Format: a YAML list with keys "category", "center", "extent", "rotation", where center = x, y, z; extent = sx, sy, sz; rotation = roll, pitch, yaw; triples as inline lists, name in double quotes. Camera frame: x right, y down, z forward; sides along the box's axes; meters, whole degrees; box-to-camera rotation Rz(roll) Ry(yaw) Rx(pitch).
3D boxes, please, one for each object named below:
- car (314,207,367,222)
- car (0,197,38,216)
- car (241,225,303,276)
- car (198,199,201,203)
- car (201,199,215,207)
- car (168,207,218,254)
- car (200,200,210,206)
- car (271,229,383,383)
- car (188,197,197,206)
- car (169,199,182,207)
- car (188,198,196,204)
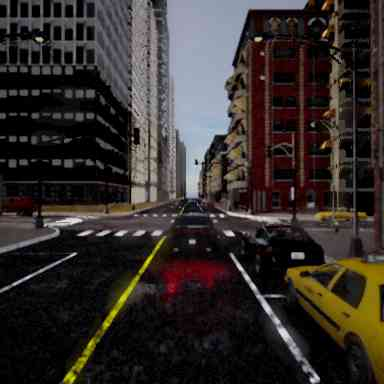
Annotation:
- category: "car"
  center: [14.643, 2.184, 32.884]
  extent: [4.829, 1.417, 1.752]
  rotation: [1, -2, 0]
- category: "car"
  center: [-17.693, 1.373, 32.615]
  extent: [5.009, 1.841, 2.192]
  rotation: [1, -2, 0]
- category: "car"
  center: [2.692, 1.679, 10.548]
  extent: [1.947, 1.339, 4.313]
  rotation: [0, -1, 0]
- category: "car"
  center: [2.692, 2.262, 65.486]
  extent: [2.008, 1.369, 4.403]
  rotation: [0, -1, 0]
- category: "car"
  center: [2.742, 2.149, 52.569]
  extent: [1.802, 1.307, 4.206]
  rotation: [0, -1, 0]
- category: "car"
  center: [0.082, 1.629, 14.200]
  extent: [1.882, 1.535, 5.008]
  rotation: [0, 0, 2]
- category: "car"
  center: [2.693, 2.325, 71.134]
  extent: [2.008, 1.369, 4.403]
  rotation: [0, -1, 0]
- category: "car"
  center: [2.692, 1.580, 5.036]
  extent: [1.752, 1.417, 4.829]
  rotation: [0, -1, 0]
- category: "car"
  center: [0.002, 2.408, 75.197]
  extent: [1.895, 1.301, 4.718]
  rotation: [0, -1, 0]
- category: "car"
  center: [-3.005, 2.244, 67.516]
  extent: [2.128, 1.511, 4.902]
  rotation: [0, -1, 0]
- category: "car"
  center: [0.002, 2.244, 85.171]
  extent: [1.882, 1.535, 5.008]
  rotation: [0, -1, 0]
